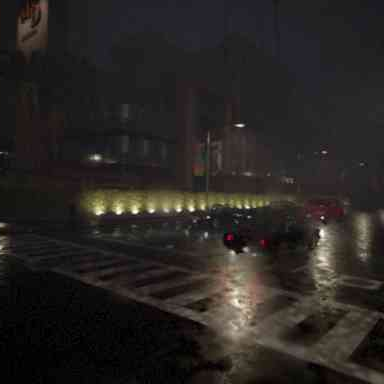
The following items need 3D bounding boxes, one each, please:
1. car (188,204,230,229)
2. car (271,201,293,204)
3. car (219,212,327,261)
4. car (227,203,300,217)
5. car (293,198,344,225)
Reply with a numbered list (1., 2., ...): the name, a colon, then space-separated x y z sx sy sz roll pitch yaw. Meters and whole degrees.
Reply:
1. car: 1.756 1.538 22.066 2.128 1.511 4.902 1 0 40
2. car: 7.639 1.545 29.039 2.097 1.767 4.553 1 0 40
3. car: 3.288 1.684 12.866 1.895 1.301 4.718 1 0 41
4. car: 4.345 1.615 19.708 1.837 1.490 4.892 1 0 40
5. car: 10.589 1.487 27.102 2.150 2.045 5.566 1 0 40
